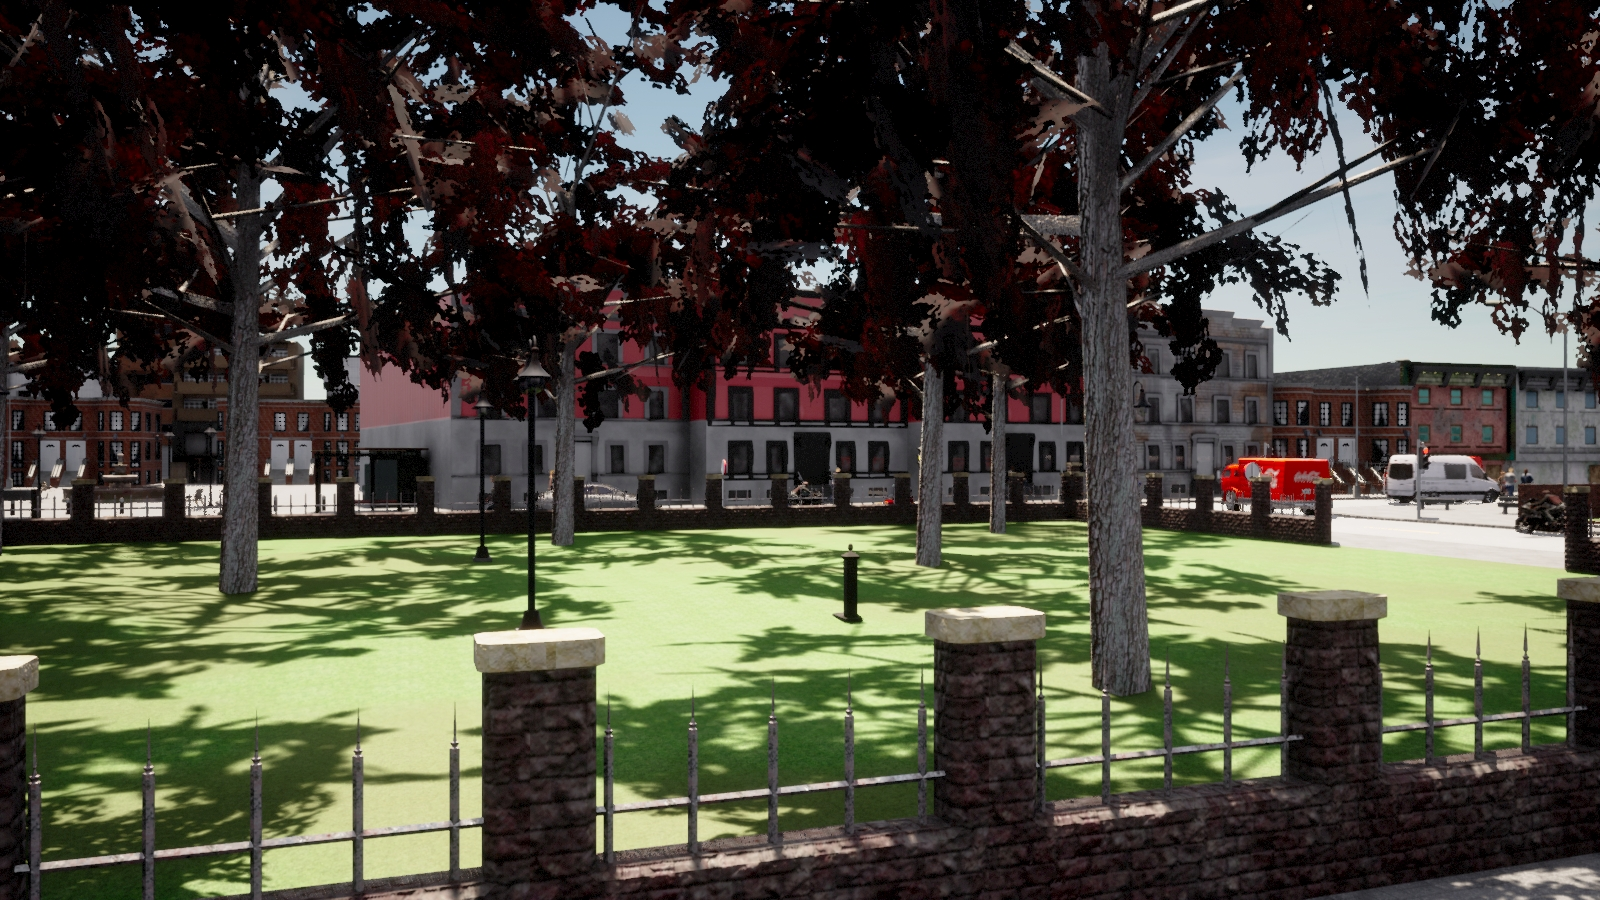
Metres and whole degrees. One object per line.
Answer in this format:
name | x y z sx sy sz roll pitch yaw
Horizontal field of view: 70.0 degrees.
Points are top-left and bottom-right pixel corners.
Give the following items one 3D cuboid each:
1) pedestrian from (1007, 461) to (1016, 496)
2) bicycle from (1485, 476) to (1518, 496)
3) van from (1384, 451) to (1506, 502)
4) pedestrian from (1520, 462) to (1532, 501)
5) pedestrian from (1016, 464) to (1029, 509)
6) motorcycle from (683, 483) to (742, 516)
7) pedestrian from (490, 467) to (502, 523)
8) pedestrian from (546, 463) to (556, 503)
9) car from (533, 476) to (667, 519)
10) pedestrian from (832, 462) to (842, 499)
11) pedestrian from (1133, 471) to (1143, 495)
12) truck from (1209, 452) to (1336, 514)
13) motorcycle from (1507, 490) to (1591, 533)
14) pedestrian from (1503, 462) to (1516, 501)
pedestrian | 11.253 1.524 60.780 0.375 1.860 0.375 0 0 -8
bicycle | 40.060 2.037 65.248 1.487 1.080 0.859 0 0 -18
van | 33.283 1.315 58.955 5.915 2.561 1.988 0 0 -17
pedestrian | 34.827 1.518 54.824 0.375 1.860 0.375 0 0 -32
pedestrian | 9.338 1.526 47.922 0.375 1.860 0.375 0 0 39
motorcycle | -3.511 1.985 45.833 2.209 1.251 0.867 0 0 -21
pedestrian | -10.302 1.523 38.711 0.375 1.860 0.375 0 0 -19
pedestrian | -11.483 1.525 52.771 0.375 1.860 0.375 0 0 -24
car | -7.823 1.827 44.622 4.902 1.511 2.128 0 0 -19
pedestrian | 1.840 1.523 57.522 0.375 1.860 0.375 0 0 -25
pedestrian | 18.594 1.803 62.814 0.375 1.300 0.375 0 0 -31
truck | 20.419 1.357 49.653 2.627 2.467 5.204 0 1 -11
motorcycle | 24.383 1.986 37.254 0.867 1.251 2.209 0 0 -21
pedestrian | 34.353 1.516 55.315 0.375 1.860 0.375 0 0 -18
